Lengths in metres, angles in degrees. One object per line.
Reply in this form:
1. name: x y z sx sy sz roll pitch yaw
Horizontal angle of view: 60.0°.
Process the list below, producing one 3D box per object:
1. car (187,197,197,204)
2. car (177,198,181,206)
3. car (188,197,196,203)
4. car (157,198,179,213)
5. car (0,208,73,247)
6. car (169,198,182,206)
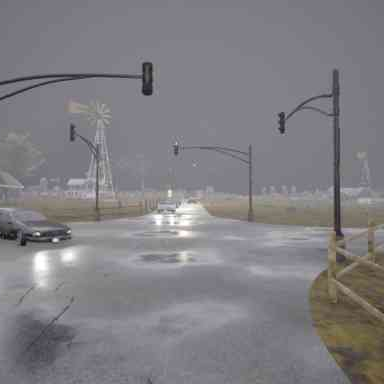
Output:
1. car: 0.043 1.788 69.196 1.812 1.442 4.674 0 0 0
2. car: -2.869 1.644 48.626 1.837 1.490 4.892 0 0 0
3. car: -0.056 1.860 79.208 1.812 1.442 4.674 0 0 0
4. car: -2.873 1.691 38.243 1.895 1.301 4.718 0 0 0
5. car: -7.571 1.421 14.509 5.357 1.411 2.033 2 -1 32
6. car: -2.854 1.746 59.191 2.033 1.411 5.357 0 0 0
